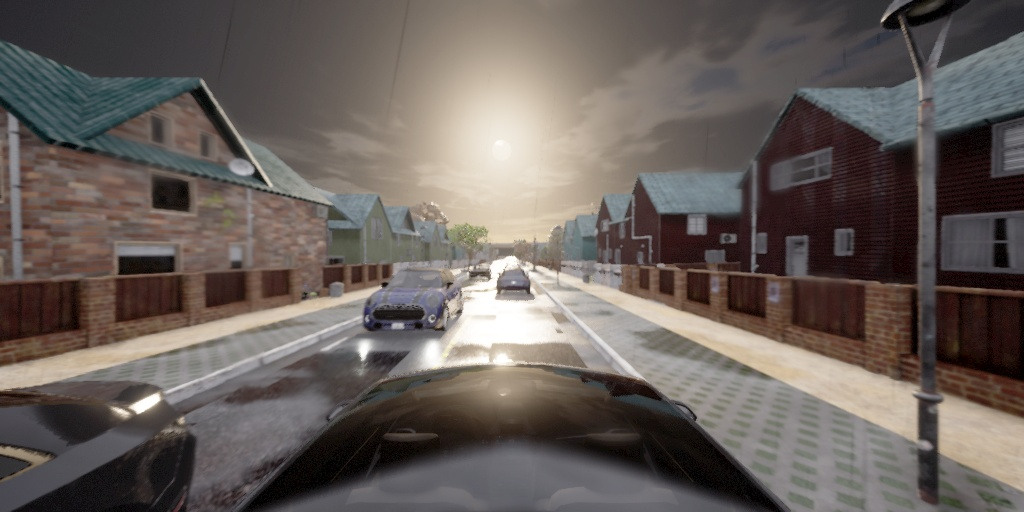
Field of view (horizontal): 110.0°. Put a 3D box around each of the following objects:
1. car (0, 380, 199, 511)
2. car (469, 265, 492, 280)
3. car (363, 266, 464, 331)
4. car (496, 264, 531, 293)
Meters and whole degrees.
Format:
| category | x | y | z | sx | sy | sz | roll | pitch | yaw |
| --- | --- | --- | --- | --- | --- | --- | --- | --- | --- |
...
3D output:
| category | x | y | z | sx | sy | sz | roll | pitch | yaw |
| --- | --- | --- | --- | --- | --- | --- | --- | --- | --- |
| car | -2.842 | 1.247 | 0.157 | 1.837 | 1.490 | 4.892 | 0 | 0 | 0 |
| car | -2.854 | 1.490 | 33.130 | 1.895 | 1.301 | 4.718 | 0 | 0 | 0 |
| car | -2.805 | 1.141 | 11.102 | 2.097 | 1.767 | 4.553 | 0 | 0 | 0 |
| car | 0.094 | 1.399 | 21.359 | 1.994 | 1.385 | 4.181 | 0 | 0 | 0 |
